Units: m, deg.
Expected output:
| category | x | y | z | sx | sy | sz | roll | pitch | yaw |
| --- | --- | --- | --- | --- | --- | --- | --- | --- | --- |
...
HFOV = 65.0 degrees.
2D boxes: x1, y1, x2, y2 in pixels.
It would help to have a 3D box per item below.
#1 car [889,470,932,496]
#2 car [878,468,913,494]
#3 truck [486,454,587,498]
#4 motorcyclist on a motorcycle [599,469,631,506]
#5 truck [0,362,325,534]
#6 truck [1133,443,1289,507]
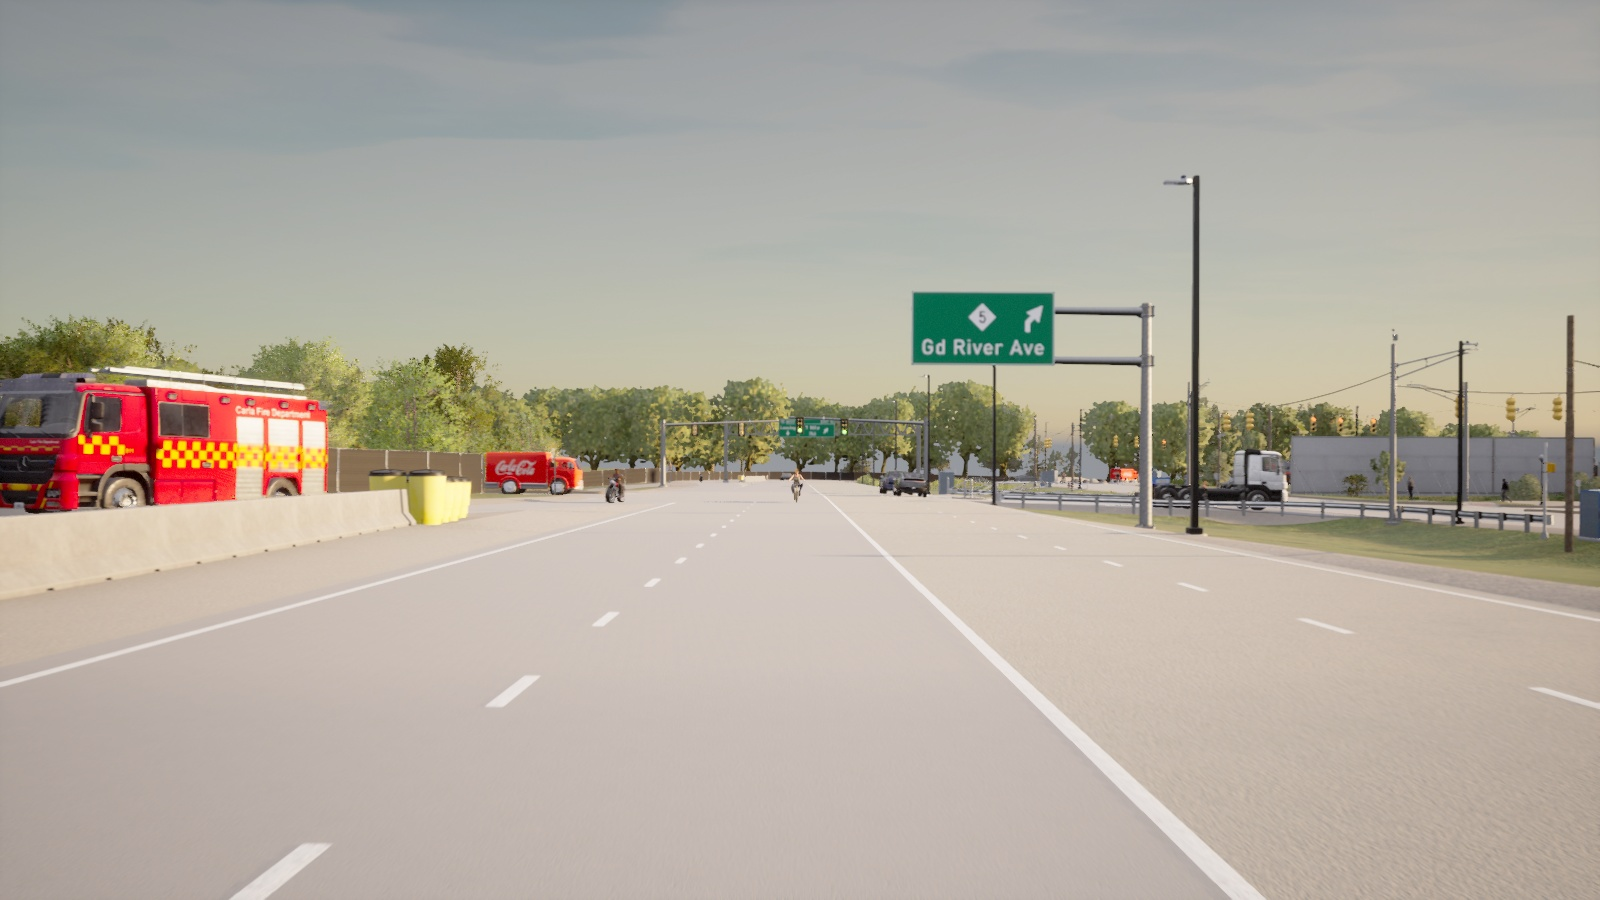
| category | x | y | z | sx | sy | sz | roll | pitch | yaw |
| --- | --- | --- | --- | --- | --- | --- | --- | --- | --- |
| car | 6.836 | 2.054 | 78.266 | 2.128 | 1.511 | 4.902 | 2 | -1 | 0 |
| car | 6.802 | 2.186 | 89.422 | 2.097 | 1.767 | 4.553 | 0 | -1 | 0 |
| truck | -14.954 | 1.476 | 71.498 | 5.204 | 2.467 | 2.627 | 0 | 0 | 0 |
| motorcyclist on a motorcycle | -8.363 | 1.677 | 56.840 | 0.766 | 1.649 | 2.350 | 0 | -1 | 9 |
| truck | -16.503 | 0.052 | 32.497 | 2.891 | 3.827 | 8.468 | 0 | -1 | 21 |
| truck | 23.327 | 1.440 | 71.609 | 7.936 | 3.462 | 2.891 | 1 | -1 | 1 |
